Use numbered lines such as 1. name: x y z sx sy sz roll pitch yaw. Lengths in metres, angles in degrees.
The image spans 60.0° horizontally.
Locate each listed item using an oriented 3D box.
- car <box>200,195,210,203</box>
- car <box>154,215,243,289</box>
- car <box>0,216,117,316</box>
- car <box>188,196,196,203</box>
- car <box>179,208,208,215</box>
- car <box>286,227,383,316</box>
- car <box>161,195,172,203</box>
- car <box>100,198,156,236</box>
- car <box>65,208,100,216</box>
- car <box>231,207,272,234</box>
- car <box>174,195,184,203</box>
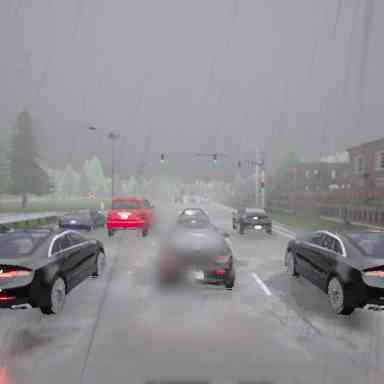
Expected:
1. car: 3.480 1.905 88.213 2.150 2.045 5.566 0 0 0
2. car: 0.095 1.599 9.273 1.812 1.442 4.674 0 0 0
3. car: -3.406 1.552 7.631 2.128 1.511 4.902 0 0 0
4. car: -0.020 2.219 88.180 2.033 1.411 5.357 0 0 0
5. car: 0.088 1.729 21.159 1.994 1.385 4.181 0 -1 0
6. car: 3.594 1.553 7.621 2.128 1.511 4.902 0 0 0
7. car: -7.020 1.905 88.211 2.150 2.045 5.566 0 0 0
8. car: -3.413 1.374 19.534 2.150 2.045 5.566 0 -1 0
9. car: -6.910 1.731 21.331 1.994 1.385 4.181 0 0 0
10. car: 3.587 1.665 20.406 1.837 1.490 4.892 0 0 0
11. car: -3.520 1.905 88.211 2.150 2.045 5.566 0 0 0
